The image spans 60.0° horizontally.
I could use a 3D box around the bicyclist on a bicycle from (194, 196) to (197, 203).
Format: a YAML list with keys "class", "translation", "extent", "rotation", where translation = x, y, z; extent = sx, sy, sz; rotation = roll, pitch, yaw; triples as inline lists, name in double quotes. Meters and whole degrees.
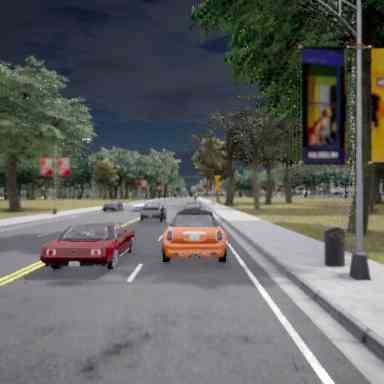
- class: "bicyclist on a bicycle"
  translation: [0.918, 1.896, 85.586]
  extent: [0.659, 1.776, 1.843]
  rotation: [0, 0, 0]

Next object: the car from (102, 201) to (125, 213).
- class: "car"
  translation: [-9.832, 1.792, 41.929]
  extent: [2.033, 1.411, 5.357]
  rotation: [0, 0, 0]

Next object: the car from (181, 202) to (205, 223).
- class: "car"
  translation: [0.096, 1.667, 27.992]
  extent: [1.837, 1.490, 4.892]
  rotation: [0, 0, 0]

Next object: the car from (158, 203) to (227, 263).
- class: "car"
  translation: [0.087, 1.426, 12.418]
  extent: [2.097, 1.767, 4.553]
  rotation: [0, 0, 0]

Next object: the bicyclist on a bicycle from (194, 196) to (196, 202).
- class: "bicyclist on a bicycle"
  translation: [0.920, 1.956, 94.586]
  extent: [0.659, 1.776, 1.843]
  rotation: [0, 0, 0]

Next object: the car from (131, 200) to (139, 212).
- class: "car"
  translation: [-6.577, 1.773, 42.452]
  extent: [1.812, 1.442, 4.674]
  rotation: [0, -1, 0]

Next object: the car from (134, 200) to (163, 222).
- class: "car"
  translation: [-3.155, 1.653, 27.877]
  extent: [2.128, 1.511, 4.902]
  rotation: [0, 0, 0]

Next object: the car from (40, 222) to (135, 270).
- class: "car"
  translation: [-3.164, 1.666, 11.194]
  extent: [1.895, 1.301, 4.718]
  rotation: [0, 0, 0]
